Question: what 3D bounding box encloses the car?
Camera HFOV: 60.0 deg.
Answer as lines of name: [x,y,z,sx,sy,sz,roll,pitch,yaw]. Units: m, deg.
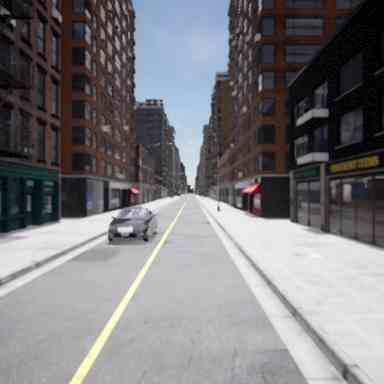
car: [-2.806,1.518,16.479,2.128,1.511,4.902,0,0,1]
